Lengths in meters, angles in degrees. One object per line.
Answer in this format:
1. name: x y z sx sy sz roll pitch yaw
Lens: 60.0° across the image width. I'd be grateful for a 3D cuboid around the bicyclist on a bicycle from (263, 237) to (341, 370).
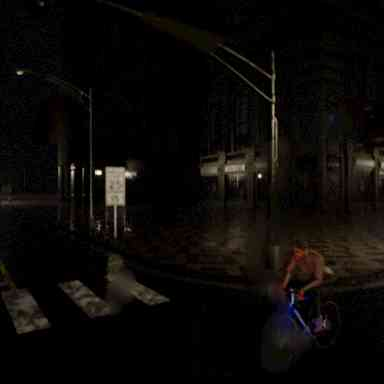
1. bicyclist on a bicycle: 1.530 1.426 4.456 1.656 1.620 0.582 0 1 -35
